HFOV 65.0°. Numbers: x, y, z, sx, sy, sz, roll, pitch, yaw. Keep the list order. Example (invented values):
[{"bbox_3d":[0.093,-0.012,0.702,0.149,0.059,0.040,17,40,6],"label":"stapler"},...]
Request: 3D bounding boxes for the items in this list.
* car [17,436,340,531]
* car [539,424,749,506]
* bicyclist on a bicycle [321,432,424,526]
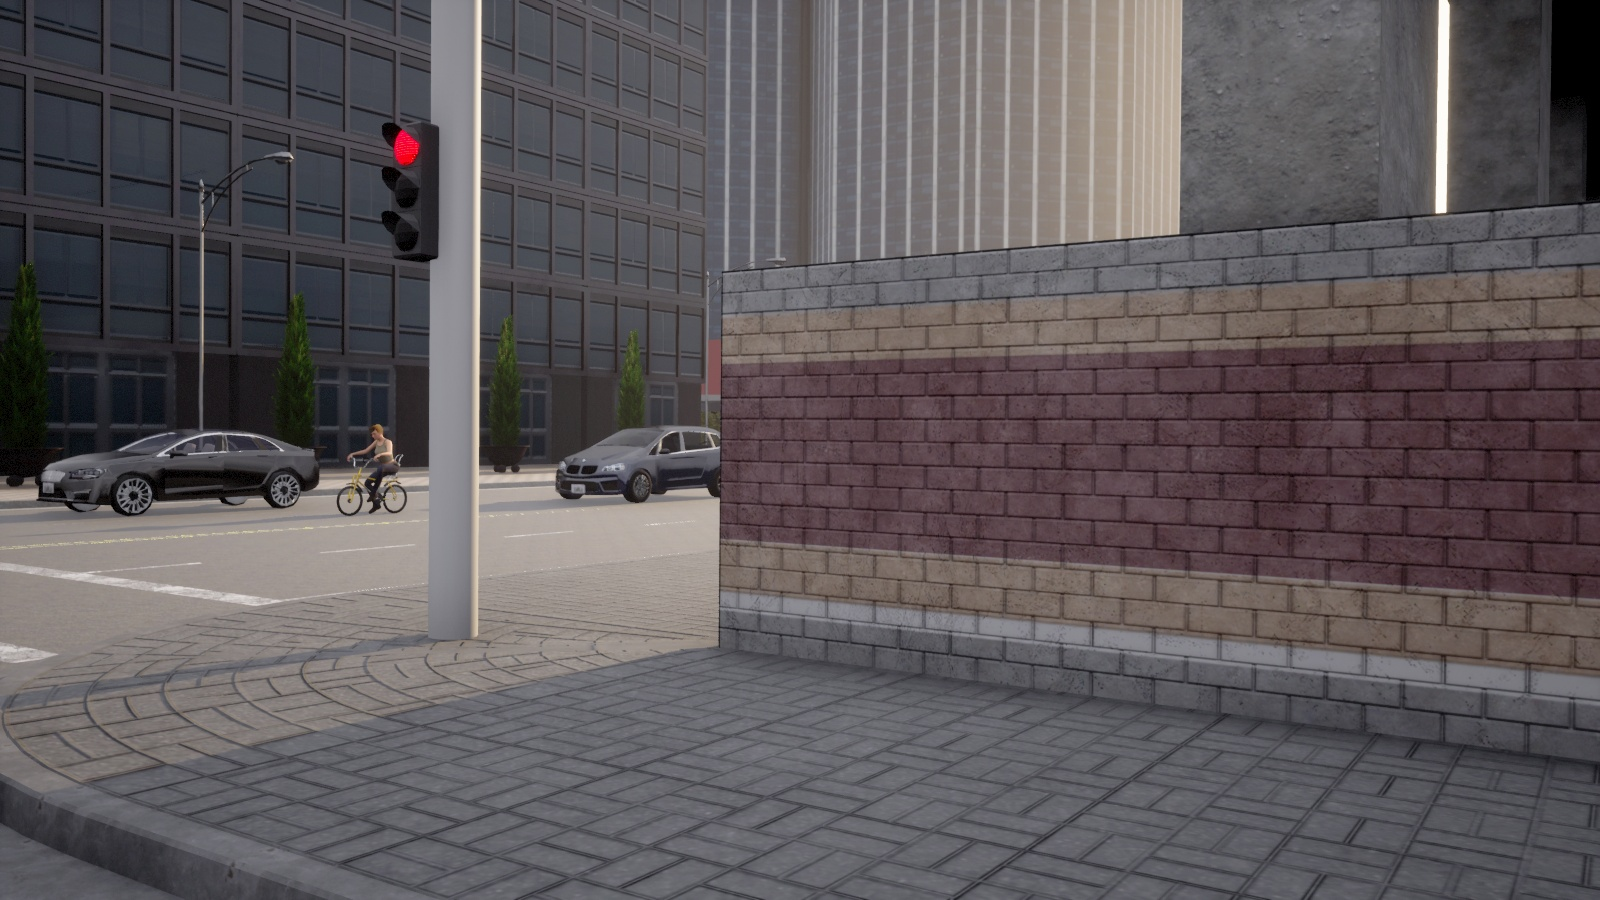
[{"bbox_3d":[-11.276,0.529,23.165,2.128,1.511,4.902,0,1,34],"label":"car"},{"bbox_3d":[-3.439,0.267,28.587,2.242,1.667,4.611,0,2,34],"label":"car"},{"bbox_3d":[-7.597,0.487,22.361,0.866,1.612,1.509,0,1,34],"label":"bicyclist on a bicycle"}]
